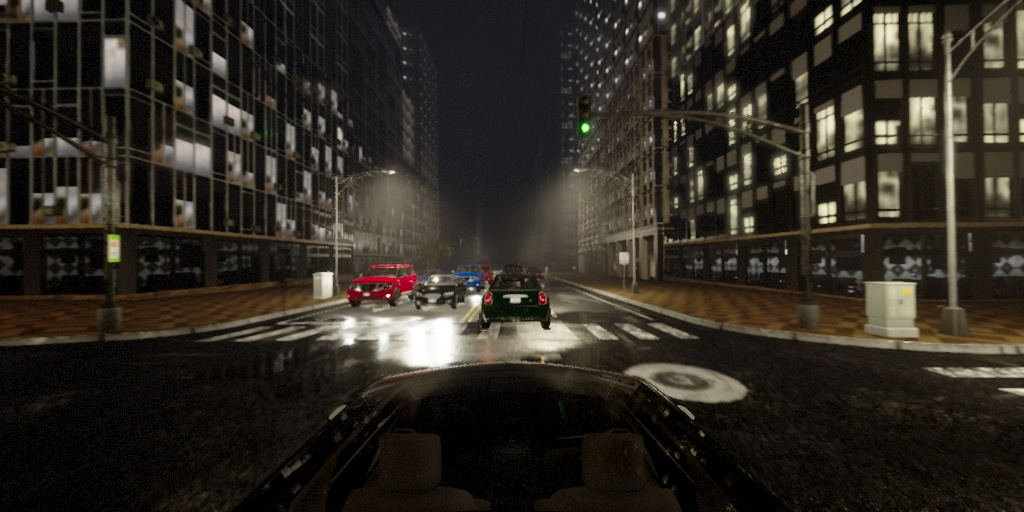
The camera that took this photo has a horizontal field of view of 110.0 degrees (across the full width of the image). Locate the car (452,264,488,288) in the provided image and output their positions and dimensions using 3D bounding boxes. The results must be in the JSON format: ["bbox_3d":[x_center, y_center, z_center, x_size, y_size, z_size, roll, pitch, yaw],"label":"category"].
[{"bbox_3d":[-3.320,1.648,27.647,2.150,2.045,5.566,-1,-1,0],"label":"car"}]

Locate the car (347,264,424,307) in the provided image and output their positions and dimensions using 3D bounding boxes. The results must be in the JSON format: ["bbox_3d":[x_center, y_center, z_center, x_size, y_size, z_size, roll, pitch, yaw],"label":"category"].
[{"bbox_3d":[-6.599,1.460,19.021,2.150,2.045,5.566,-1,-1,0],"label":"car"}]

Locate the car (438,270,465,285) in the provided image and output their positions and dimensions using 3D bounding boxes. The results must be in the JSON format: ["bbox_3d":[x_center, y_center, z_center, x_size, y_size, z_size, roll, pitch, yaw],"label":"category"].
[{"bbox_3d":[-6.487,2.287,38.887,2.033,1.411,5.357,-1,-1,0],"label":"car"}]

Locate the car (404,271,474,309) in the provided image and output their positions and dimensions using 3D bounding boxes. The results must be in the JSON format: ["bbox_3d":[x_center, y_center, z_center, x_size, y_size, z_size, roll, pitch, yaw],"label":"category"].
[{"bbox_3d":[-3.344,1.661,17.481,2.128,1.511,4.902,-1,-1,0],"label":"car"}]

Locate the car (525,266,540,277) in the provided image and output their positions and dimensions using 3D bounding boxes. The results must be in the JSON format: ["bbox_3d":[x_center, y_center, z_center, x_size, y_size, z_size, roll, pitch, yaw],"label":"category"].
[{"bbox_3d":[3.273,2.490,58.433,2.097,1.767,4.553,-1,-1,0],"label":"car"}]

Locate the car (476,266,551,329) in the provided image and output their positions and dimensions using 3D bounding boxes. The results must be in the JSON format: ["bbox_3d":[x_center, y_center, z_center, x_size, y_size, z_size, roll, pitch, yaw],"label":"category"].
[{"bbox_3d":[0.101,1.357,12.455,2.097,1.767,4.553,0,-2,0],"label":"car"}]

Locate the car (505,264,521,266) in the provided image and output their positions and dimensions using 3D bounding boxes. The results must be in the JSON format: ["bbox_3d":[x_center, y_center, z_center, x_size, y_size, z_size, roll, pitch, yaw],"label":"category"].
[{"bbox_3d":[0.110,1.814,35.489,2.150,2.045,5.566,-1,-1,0],"label":"car"}]

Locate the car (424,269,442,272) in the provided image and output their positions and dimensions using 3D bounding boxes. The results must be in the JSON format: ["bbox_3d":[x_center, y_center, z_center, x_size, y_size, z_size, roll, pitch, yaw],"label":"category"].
[{"bbox_3d":[-6.556,1.833,28.612,2.097,1.767,4.553,-1,-1,0],"label":"car"}]

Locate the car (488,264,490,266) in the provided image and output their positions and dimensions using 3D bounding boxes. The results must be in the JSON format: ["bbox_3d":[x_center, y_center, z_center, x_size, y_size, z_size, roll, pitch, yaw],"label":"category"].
[{"bbox_3d":[-3.240,1.917,38.345,2.150,2.045,5.566,-1,-1,0],"label":"car"}]

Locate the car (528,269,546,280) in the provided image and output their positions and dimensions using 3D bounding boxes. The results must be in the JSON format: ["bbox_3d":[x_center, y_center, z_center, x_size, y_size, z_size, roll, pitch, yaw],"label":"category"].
[{"bbox_3d":[3.269,2.436,48.415,2.033,1.411,5.357,-1,-1,0],"label":"car"}]
